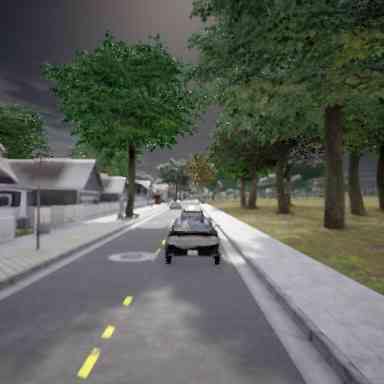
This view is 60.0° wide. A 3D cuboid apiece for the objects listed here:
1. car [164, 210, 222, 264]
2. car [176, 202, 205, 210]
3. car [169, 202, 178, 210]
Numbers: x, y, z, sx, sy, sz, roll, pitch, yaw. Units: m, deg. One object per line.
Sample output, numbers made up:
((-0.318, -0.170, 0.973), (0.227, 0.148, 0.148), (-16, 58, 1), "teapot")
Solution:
((0.046, 1.640, 12.419), (2.128, 1.511, 4.902), (0, -1, 1), "car")
((0.044, 1.827, 27.418), (2.128, 1.511, 4.902), (0, -1, 1), "car")
((-2.812, 2.312, 56.840), (1.895, 1.301, 4.718), (0, -1, 0), "car")
